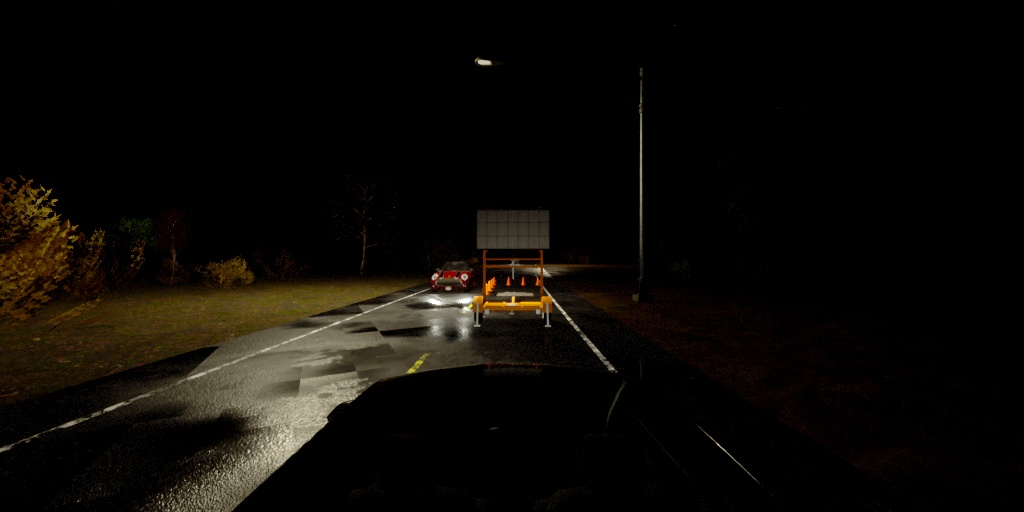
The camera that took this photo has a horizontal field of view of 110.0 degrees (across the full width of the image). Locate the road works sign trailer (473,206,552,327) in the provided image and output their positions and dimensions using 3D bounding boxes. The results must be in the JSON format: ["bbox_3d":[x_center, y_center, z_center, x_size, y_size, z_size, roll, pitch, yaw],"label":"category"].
[{"bbox_3d":[0.038,0.214,11.533,2.380,3.560,2.880,0,0,1],"label":"road works sign trailer"}]

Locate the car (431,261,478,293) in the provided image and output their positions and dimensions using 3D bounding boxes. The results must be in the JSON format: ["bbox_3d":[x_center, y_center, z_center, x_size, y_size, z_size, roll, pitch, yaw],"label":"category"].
[{"bbox_3d":[-3.256,1.101,20.892,2.097,1.767,4.553,0,0,1],"label":"car"}]
